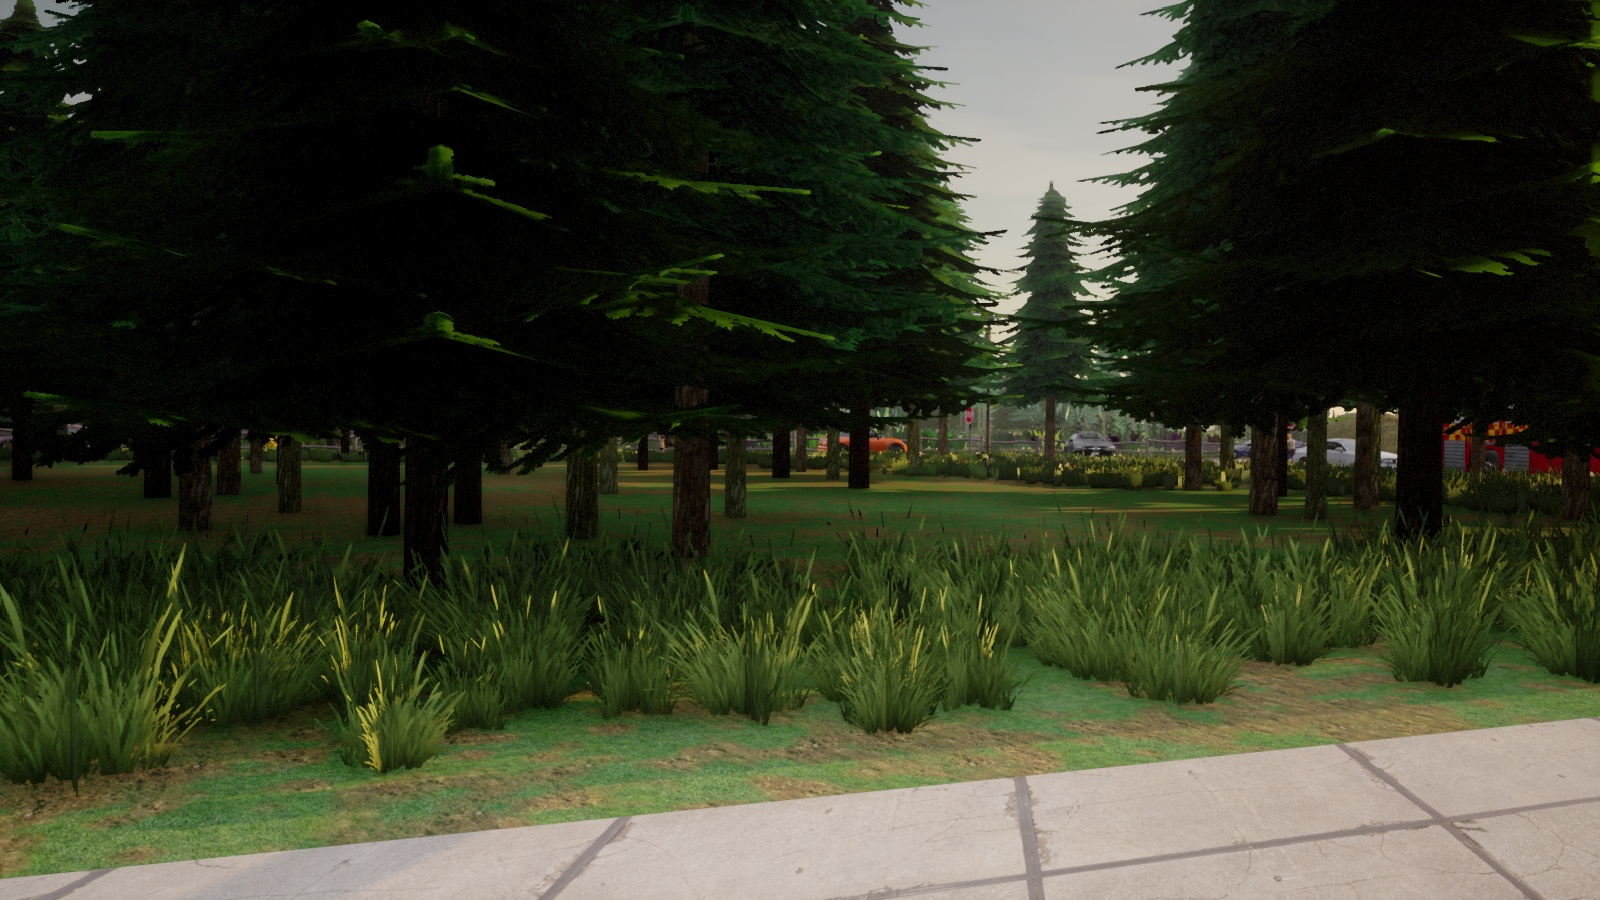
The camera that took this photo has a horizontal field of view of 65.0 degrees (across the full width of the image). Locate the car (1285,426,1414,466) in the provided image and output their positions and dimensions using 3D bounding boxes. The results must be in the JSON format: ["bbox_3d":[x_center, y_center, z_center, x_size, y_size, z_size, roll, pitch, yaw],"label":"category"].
[{"bbox_3d":[21.042,-0.163,48.319,1.812,1.442,4.674,-1,1,-21],"label":"car"}]

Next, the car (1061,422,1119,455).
[{"bbox_3d":[14.995,-0.631,65.269,2.152,1.651,5.027,-1,1,4],"label":"car"}]

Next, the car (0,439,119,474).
[{"bbox_3d":[-32.867,0.276,55.465,4.674,1.442,1.812,-1,1,-20],"label":"car"}]

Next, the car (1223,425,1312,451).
[{"bbox_3d":[28.380,-0.757,76.241,4.792,1.488,2.163,-1,1,-18],"label":"car"}]

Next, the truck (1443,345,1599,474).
[{"bbox_3d":[24.574,-1.239,38.975,2.891,3.827,8.468,-1,1,-21],"label":"truck"}]

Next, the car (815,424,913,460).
[{"bbox_3d":[3.272,-0.434,64.387,4.553,1.767,2.097,-1,1,-18],"label":"car"}]
